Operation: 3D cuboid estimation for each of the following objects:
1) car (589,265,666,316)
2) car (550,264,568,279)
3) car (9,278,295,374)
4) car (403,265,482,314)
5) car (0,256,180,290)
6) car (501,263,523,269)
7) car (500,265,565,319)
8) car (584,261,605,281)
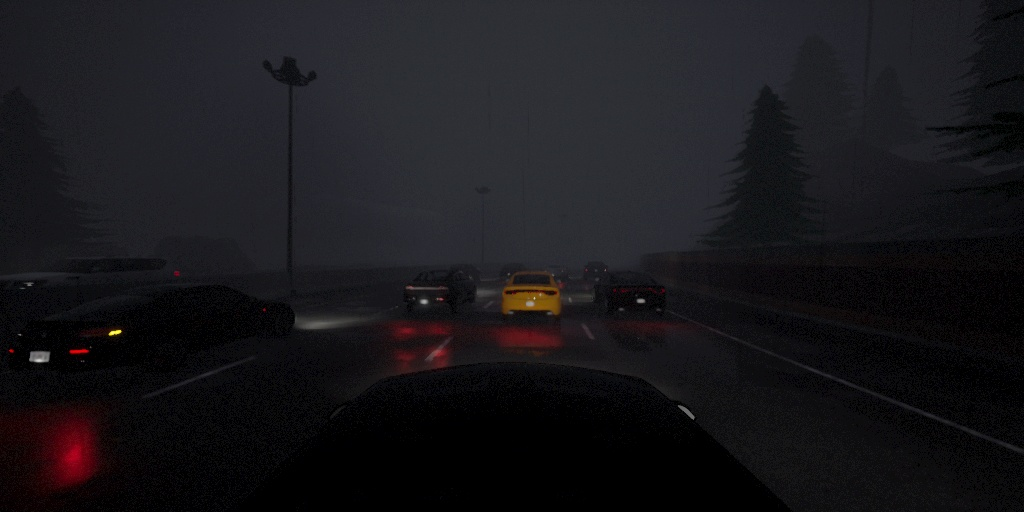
[{"bbox_3d":[4.345,1.290,13.866,1.882,1.535,5.008,0,0,5],"label":"car"},{"bbox_3d":[4.058,1.419,32.659,1.812,1.442,4.674,0,0,13],"label":"car"},{"bbox_3d":[-6.659,1.285,7.437,1.812,1.442,4.674,0,0,3],"label":"car"},{"bbox_3d":[-2.641,1.289,14.136,2.128,1.511,4.902,0,0,5],"label":"car"},{"bbox_3d":[-16.858,0.990,14.562,2.150,2.045,5.566,0,-1,5],"label":"car"},{"bbox_3d":[0.308,1.360,32.006,1.882,1.535,5.008,0,0,13],"label":"car"},{"bbox_3d":[0.763,1.279,13.080,1.882,1.535,5.008,0,0,5],"label":"car"},{"bbox_3d":[7.609,1.252,32.415,2.097,1.767,4.553,0,0,13],"label":"car"}]
